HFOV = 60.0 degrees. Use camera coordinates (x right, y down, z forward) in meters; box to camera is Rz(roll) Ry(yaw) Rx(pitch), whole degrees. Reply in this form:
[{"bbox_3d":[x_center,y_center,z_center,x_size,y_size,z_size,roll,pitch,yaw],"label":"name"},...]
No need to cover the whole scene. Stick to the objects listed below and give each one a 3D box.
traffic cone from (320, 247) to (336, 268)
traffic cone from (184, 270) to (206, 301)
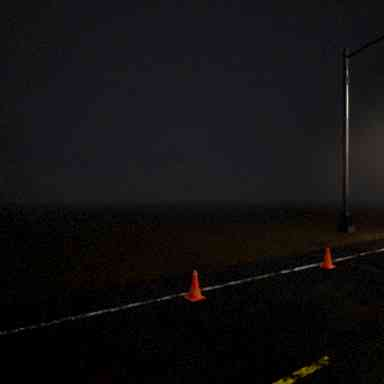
[{"bbox_3d":[4.076,1.952,10.004,0.340,0.580,0.340,0,0,-36],"label":"traffic cone"},{"bbox_3d":[0.061,1.955,7.065,0.340,0.580,0.340,0,0,-36],"label":"traffic cone"}]
